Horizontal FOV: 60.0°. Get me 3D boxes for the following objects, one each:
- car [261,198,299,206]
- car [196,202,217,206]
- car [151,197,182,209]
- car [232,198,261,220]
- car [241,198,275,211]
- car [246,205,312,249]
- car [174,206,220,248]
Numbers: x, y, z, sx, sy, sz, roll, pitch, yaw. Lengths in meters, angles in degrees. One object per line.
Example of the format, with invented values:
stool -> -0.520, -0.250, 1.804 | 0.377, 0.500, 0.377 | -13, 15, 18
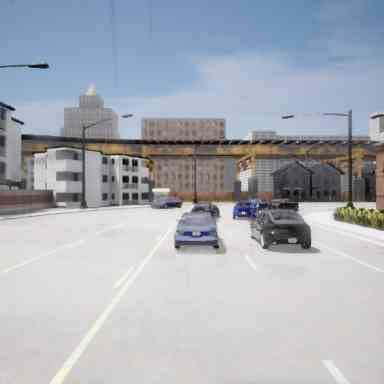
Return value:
car -> 10.695, 1.495, 38.758 | 4.902, 1.511, 2.128 | 0, 0, -44
car -> 1.212, 1.572, 29.147 | 1.994, 1.385, 4.181 | 0, 0, 14
car -> -3.303, 1.404, 43.897 | 2.097, 1.767, 4.553 | 0, 0, 36
car -> 4.605, 1.485, 28.289 | 1.882, 1.535, 5.008 | 0, 0, 14
car -> 8.271, 1.533, 41.283 | 4.674, 1.442, 1.812 | 0, 0, -44
car -> 3.717, 1.516, 14.517 | 1.837, 1.490, 4.892 | 0, 0, 1
car -> 0.218, 1.563, 14.604 | 2.033, 1.411, 5.357 | 0, 0, 1
